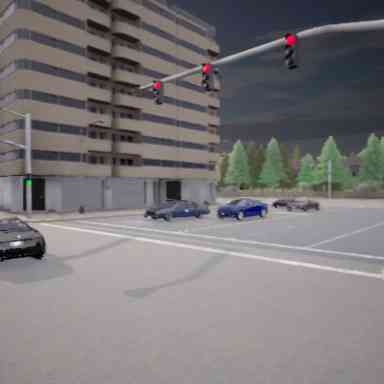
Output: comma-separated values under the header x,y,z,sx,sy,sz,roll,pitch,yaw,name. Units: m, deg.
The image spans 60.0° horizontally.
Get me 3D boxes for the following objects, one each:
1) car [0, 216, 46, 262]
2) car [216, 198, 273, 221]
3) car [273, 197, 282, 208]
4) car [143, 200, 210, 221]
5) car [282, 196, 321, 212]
x,y,z,sx,sy,sz,roll,pitch,yaw,name
-6.648,1.501,11.252,4.181,1.385,1.994,0,1,43,car
3.848,1.229,25.148,1.882,1.535,5.008,0,1,43,car
11.179,1.140,38.193,2.033,1.411,5.357,0,1,43,car
-0.999,1.329,24.983,5.357,1.411,2.033,-1,1,-42,car
11.122,1.164,32.998,1.812,1.442,4.674,0,1,43,car
